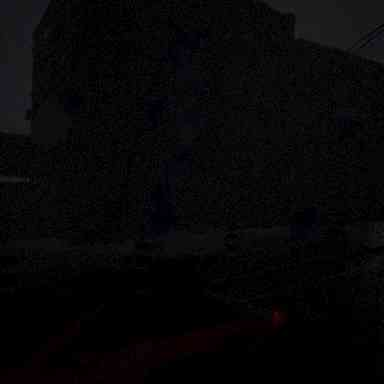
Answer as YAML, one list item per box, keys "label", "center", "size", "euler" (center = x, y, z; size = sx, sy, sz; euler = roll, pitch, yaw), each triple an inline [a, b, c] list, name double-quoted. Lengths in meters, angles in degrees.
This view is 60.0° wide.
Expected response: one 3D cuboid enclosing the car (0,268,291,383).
- label: "car"
  center: [-0.954, 1.563, 3.305]
  size: [4.181, 1.385, 1.994]
  euler: [0, 0, -35]
